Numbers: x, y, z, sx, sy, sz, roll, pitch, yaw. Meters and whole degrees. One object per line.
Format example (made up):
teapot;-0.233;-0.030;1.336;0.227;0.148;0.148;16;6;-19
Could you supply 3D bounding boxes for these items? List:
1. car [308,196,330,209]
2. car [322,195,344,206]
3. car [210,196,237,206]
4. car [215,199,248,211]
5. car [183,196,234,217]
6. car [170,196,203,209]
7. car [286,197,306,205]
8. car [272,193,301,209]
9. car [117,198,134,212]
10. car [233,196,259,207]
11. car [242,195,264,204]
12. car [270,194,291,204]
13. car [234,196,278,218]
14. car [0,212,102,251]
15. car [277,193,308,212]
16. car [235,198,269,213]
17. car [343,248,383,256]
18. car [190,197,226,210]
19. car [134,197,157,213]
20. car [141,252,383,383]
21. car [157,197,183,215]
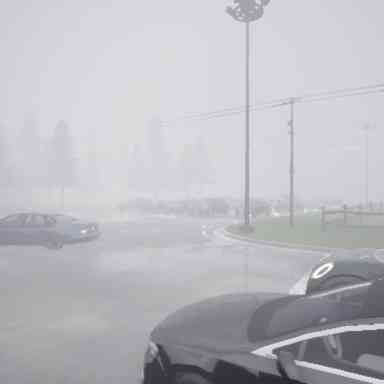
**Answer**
car;16.949;1.550;45.514;1.895;1.301;4.718;0;0;37
car;22.987;1.427;53.593;1.882;1.535;5.008;0;0;37
car;5.086;1.389;52.972;2.128;1.511;4.902;0;0;37
car;4.948;1.524;41.089;1.895;1.301;4.718;0;0;36
car;1.605;1.289;30.630;2.097;1.767;4.553;0;0;36
car;-0.672;1.375;45.256;1.882;1.535;5.008;0;0;37
car;18.558;1.524;59.320;1.895;1.301;4.718;0;0;37
car;13.285;1.158;46.448;2.150;2.045;5.566;0;0;37
car;-6.307;1.402;37.612;1.837;1.490;4.892;0;0;36
car;8.379;1.388;51.556;1.882;1.535;5.008;0;0;37
car;11.313;1.389;61.261;2.128;1.511;4.902;0;0;37
car;16.737;1.263;62.727;2.097;1.767;4.553;0;0;37
car;5.645;1.441;30.265;2.128;1.511;4.902;0;0;36
car;-6.452;1.498;13.297;5.357;1.411;2.033;0;0;1
car;11.094;1.302;37.630;2.097;1.767;4.553;0;0;37
car;6.898;1.462;37.843;1.812;1.442;4.674;0;0;37
car;4.219;1.354;5.237;4.553;1.767;2.097;0;0;35
car;2.178;1.458;43.231;2.033;1.411;5.357;0;0;37
car;-3.548;1.511;35.461;1.895;1.301;4.718;0;0;36
car;1.761;1.491;2.592;4.902;1.511;2.128;0;0;34
car;-0.744;1.471;33.374;2.033;1.411;5.357;0;0;36
